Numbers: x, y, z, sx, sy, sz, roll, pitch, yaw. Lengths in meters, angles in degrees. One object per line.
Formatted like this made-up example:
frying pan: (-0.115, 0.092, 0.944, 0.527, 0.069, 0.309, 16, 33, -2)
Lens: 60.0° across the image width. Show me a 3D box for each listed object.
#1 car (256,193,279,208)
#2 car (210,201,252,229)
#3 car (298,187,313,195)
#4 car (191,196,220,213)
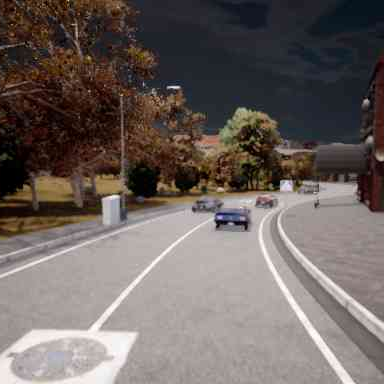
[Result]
car: (8.385, 0.875, 36.998, 1.812, 1.442, 4.674, 3, 3, 24)
car: (2.592, 1.389, 20.073, 1.895, 1.301, 4.718, 1, 1, 13)
car: (22.169, -0.248, 64.729, 1.812, 1.442, 4.674, 5, 5, 39)
car: (1.392, 1.057, 29.137, 1.994, 1.385, 4.181, 2, 2, 18)
